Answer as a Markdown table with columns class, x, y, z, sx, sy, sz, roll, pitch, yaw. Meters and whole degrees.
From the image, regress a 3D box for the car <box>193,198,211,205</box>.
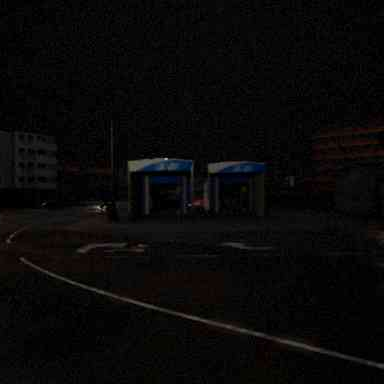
| class | x | y | z | sx | sy | sz | roll | pitch | yaw |
| --- | --- | --- | --- | --- | --- | --- | --- | --- | --- |
| car | 2.333 | 1.840 | 66.022 | 1.882 | 1.535 | 5.008 | -1 | 0 | 39 |

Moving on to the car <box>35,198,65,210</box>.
| class | x | y | z | sx | sy | sz | roll | pitch | yaw |
| --- | --- | --- | --- | --- | --- | --- | --- | --- | --- |
| car | -22.701 | 1.859 | 53.319 | 2.097 | 1.767 | 4.553 | -1 | 0 | 26 |

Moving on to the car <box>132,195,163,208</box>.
| class | x | y | z | sx | sy | sz | roll | pitch | yaw |
| --- | --- | --- | --- | --- | --- | --- | --- | --- | --- |
| car | -7.714 | 1.630 | 57.940 | 2.150 | 2.045 | 5.566 | -1 | 0 | 35 |

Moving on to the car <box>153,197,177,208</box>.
| class | x | y | z | sx | sy | sz | roll | pitch | yaw |
| --- | --- | --- | --- | --- | --- | --- | --- | --- | --- |
| car | -4.402 | 1.864 | 56.553 | 2.128 | 1.511 | 4.902 | -1 | 0 | 35 |

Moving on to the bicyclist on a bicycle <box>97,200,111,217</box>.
| class | x | y | z | sx | sy | sz | roll | pitch | yaw |
| --- | --- | --- | --- | --- | --- | --- | --- | --- | --- |
| bicyclist on a bicycle | -8.122 | 1.554 | 31.199 | 1.656 | 1.620 | 0.582 | -1 | 0 | 1 |
